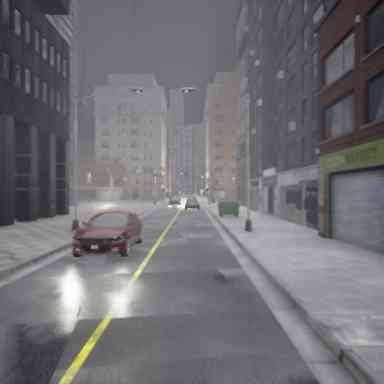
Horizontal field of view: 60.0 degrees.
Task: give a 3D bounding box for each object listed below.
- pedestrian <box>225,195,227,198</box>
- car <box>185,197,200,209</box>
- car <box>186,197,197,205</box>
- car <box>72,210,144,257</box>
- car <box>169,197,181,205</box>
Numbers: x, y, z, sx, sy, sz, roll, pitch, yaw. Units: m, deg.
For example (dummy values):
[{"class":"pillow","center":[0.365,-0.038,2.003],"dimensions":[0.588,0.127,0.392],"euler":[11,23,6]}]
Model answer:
[{"class":"pedestrian","center":[3.131,1.160,30.976],"dimensions":[0.375,1.860,0.375],"euler":[0,0,-10]},{"class":"car","center":[0.054,1.606,45.665],"dimensions":[1.994,1.385,4.181],"euler":[0,0,0]},{"class":"car","center":[-0.096,1.598,61.272],"dimensions":[1.812,1.442,4.674],"euler":[0,-1,-2]},{"class":"car","center":[-3.102,1.481,13.108],"dimensions":[1.882,1.535,5.008],"euler":[0,0,0]},{"class":"car","center":[-3.009,1.553,59.245],"dimensions":[1.882,1.535,5.008],"euler":[0,0,0]}]
